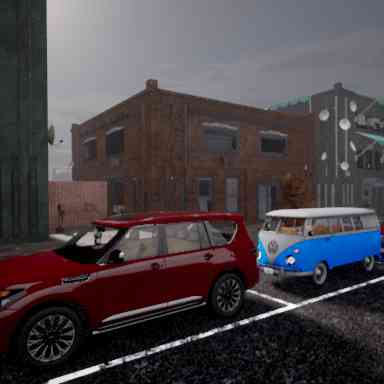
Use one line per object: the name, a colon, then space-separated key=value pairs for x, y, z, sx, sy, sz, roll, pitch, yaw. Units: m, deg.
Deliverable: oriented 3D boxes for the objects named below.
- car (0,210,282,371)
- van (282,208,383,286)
car: x=-0.996 y=1.314 z=5.855 sx=5.009 sy=1.841 sz=2.192 roll=0 pitch=-1 yaw=-36
van: x=3.519 y=1.338 z=9.081 sx=3.998 sy=1.788 sz=1.690 roll=0 pitch=-1 yaw=-36
